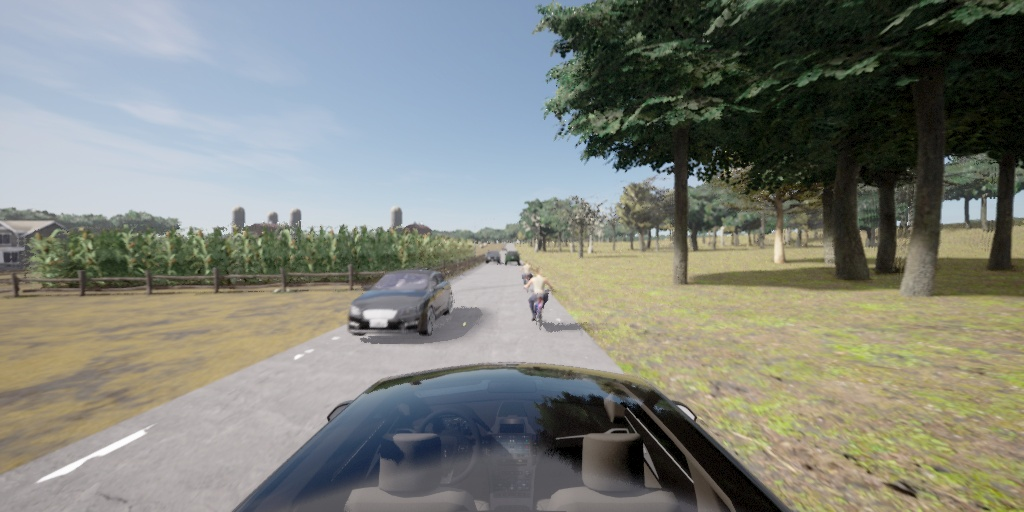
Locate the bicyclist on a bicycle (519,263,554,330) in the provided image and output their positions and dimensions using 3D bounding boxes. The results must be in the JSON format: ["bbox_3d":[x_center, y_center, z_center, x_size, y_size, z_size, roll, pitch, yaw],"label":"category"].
[{"bbox_3d":[0.722,1.102,9.746,0.866,1.612,1.509,0,1,0],"label":"bicyclist on a bicycle"}]

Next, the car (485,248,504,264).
[{"bbox_3d":[-2.835,0.168,54.551,2.150,2.045,5.566,0,2,0],"label":"car"}]

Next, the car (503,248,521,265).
[{"bbox_3d":[0.076,0.201,53.326,2.150,2.045,5.566,0,2,0],"label":"car"}]

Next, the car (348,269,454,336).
[{"bbox_3d":[-2.854,1.153,10.124,2.128,1.511,4.902,0,1,0],"label":"car"}]

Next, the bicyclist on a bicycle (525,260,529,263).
[{"bbox_3d":[0.777,1.009,18.481,0.866,1.612,1.509,0,1,0],"label":"bicyclist on a bicycle"}]
